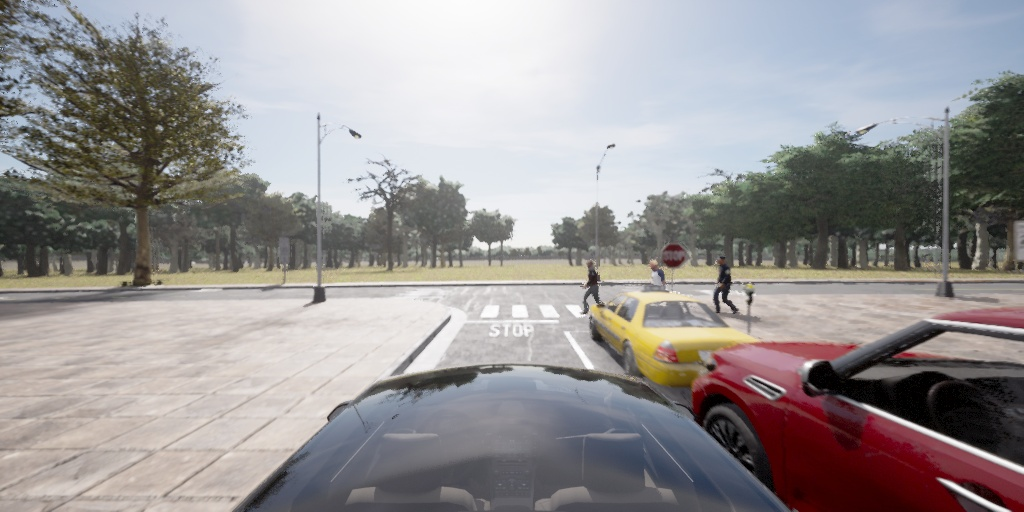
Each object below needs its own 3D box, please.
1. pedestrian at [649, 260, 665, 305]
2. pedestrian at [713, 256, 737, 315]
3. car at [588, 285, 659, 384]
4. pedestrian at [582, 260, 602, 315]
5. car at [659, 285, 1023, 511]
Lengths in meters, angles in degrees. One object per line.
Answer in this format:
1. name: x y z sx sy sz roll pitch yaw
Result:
1. pedestrian: 4.103 0.973 10.154 0.375 1.860 0.375 0 1 0
2. pedestrian: 6.365 0.815 10.752 0.375 1.860 0.375 0 1 0
3. car: 2.638 1.233 6.900 1.751 1.417 4.829 0 0 0
4. pedestrian: 2.528 0.963 11.354 0.375 1.860 0.375 0 1 0
5. car: 2.637 1.069 1.184 2.192 1.841 5.009 0 0 0
